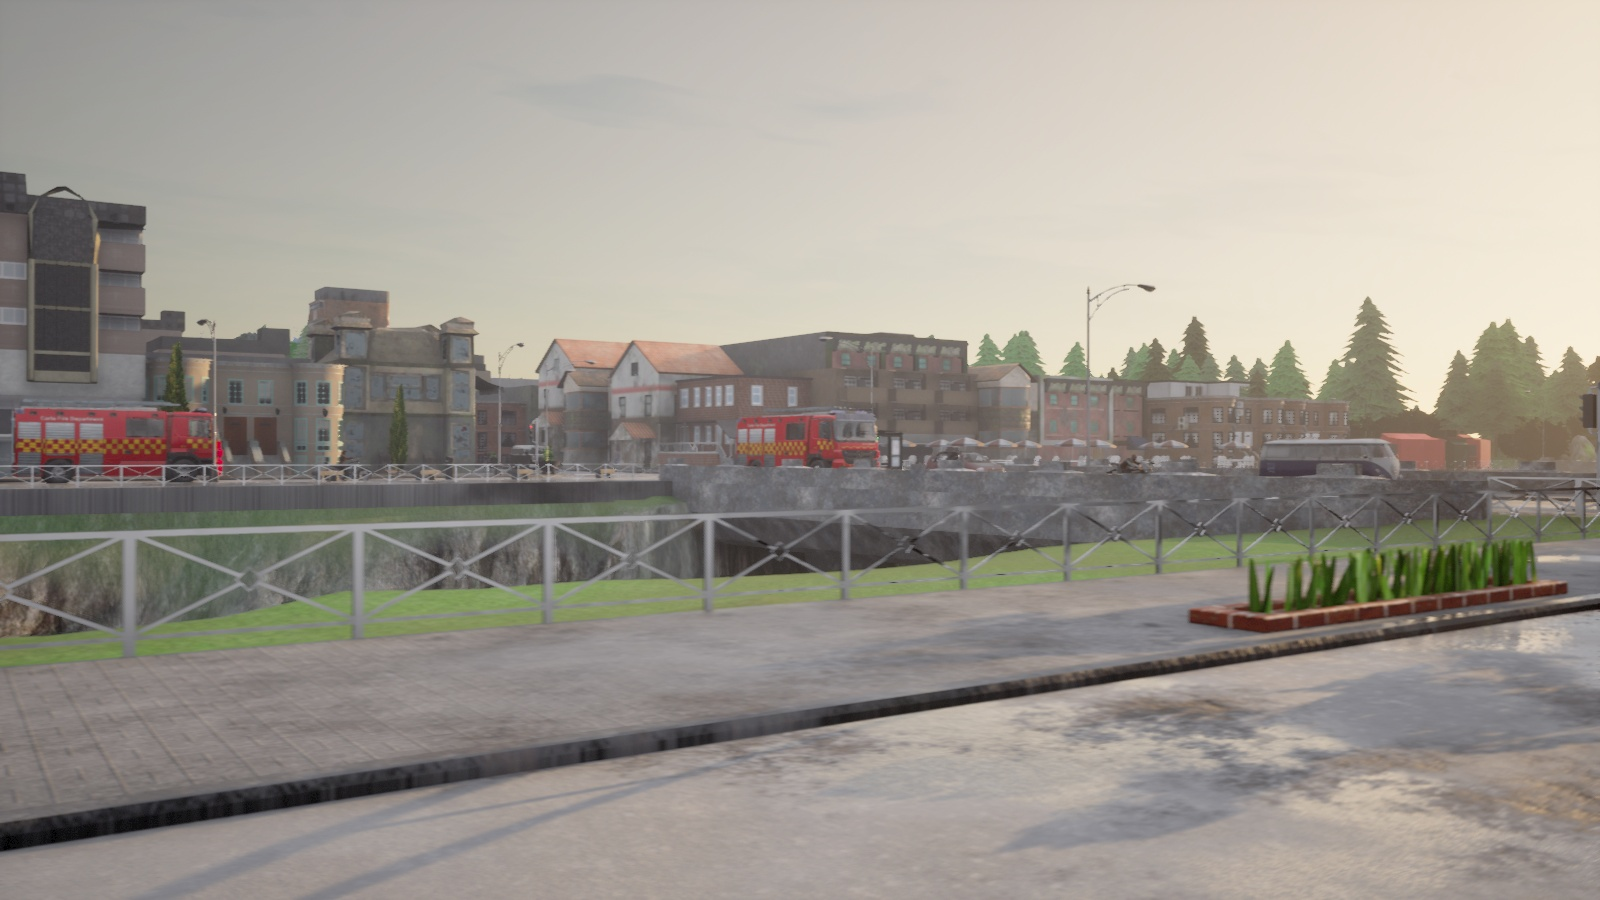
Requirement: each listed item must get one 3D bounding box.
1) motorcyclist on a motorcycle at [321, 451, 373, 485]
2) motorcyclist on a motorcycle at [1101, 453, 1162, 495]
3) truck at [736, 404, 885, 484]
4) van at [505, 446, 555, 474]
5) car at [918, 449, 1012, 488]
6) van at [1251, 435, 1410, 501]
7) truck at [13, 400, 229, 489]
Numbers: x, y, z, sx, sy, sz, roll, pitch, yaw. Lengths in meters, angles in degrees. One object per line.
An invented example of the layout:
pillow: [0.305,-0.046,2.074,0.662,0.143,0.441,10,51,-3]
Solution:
motorcyclist on a motorcycle: [-22.916,0.899,63.518,2.350,1.649,0.766,0,0,-35]
motorcyclist on a motorcycle: [12.367,0.869,46.904,0.866,1.530,2.191,0,0,-35]
truck: [0.382,-0.264,63.697,2.891,3.827,8.468,0,0,-38]
van: [-20.162,0.740,93.586,2.069,2.038,4.480,0,0,-35]
car: [7.109,0.761,54.448,1.851,1.617,3.988,0,0,-35]
van: [16.952,0.561,40.323,1.775,1.987,4.442,0,0,-35]
truck: [-31.152,-0.214,57.787,8.468,3.827,2.891,0,0,-35]
